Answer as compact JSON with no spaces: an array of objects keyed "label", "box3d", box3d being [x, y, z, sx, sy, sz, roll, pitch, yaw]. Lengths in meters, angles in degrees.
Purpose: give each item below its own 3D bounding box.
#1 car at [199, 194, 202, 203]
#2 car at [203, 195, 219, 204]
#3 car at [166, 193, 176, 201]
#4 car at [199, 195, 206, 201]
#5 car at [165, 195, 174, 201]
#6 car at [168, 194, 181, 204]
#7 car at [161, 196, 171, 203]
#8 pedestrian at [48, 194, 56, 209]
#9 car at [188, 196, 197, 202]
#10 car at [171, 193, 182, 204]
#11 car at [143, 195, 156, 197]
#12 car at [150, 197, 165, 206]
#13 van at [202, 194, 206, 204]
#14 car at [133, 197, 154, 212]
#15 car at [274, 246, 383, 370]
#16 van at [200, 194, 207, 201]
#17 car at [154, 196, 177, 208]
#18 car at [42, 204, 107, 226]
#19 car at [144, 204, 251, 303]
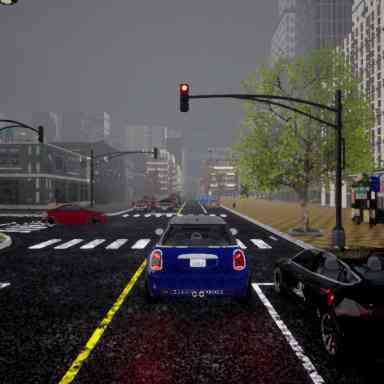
[{"label":"car","box3d":[2.774,1.556,60.386,2.008,1.369,4.403,0,0,0]},{"label":"car","box3d":[2.752,1.528,43.903,1.752,1.417,4.829,0,0,0]},{"label":"car","box3d":[-5.568,1.324,88.150,2.192,1.841,5.009,0,0,0]},{"label":"car","box3d":[2.812,1.534,88.311,1.752,1.417,4.829,0,0,0]},{"label":"car","box3d":[-5.577,1.559,82.599,2.008,1.369,4.403,0,0,0]},{"label":"car","box3d":[-3.033,1.481,48.511,1.882,1.535,5.008,0,0,0]},{"label":"car","box3d":[-5.592,1.532,71.327,1.752,1.417,4.829,0,0,0]},{"label":"pedestrian","box3d":[-12.710,1.039,30.205,0.375,1.860,0.375,0,-1,-1]},{"label":"car","box3d":[0.106,1.547,79.206,2.033,1.411,5.357,0,0,0]},{"label":"car","box3d":[-2.992,1.226,59.008,2.150,2.045,5.566,0,0,1]},{"label":"car","box3d":[-5.628,1.318,43.742,2.192,1.841,5.009,0,0,0]},{"label":"car","box3d":[-5.614,1.555,54.844,2.008,1.369,4.403,0,0,0]},{"label":"van","box3d":[2.760,1.345,49.284,1.690,1.788,3.998,0,0,0]},{"label":"car","box3d":[-5.636,1.584,38.191,1.802,1.307,4.206,0,0,0]},{"label":"car","box3d":[2.701,1.566,5.704,1.947,1.339,4.313,0,0,0]},{"label":"van","box3d":[2.805,1.349,82.590,1.690,1.788,3.998,0,0,0]},{"label":"car","box3d":[-3.041,1.528,38.477,1.812,1.442,4.674,0,0,-2]},{"label":"car","box3d":[-7.924,1.538,22.616,4.181,1.385,1.994,1,0,-15]},{"label":"car","box3d":[0.111,1.352,8.372,2.097,1.767,4.553,0,0,0]}]
